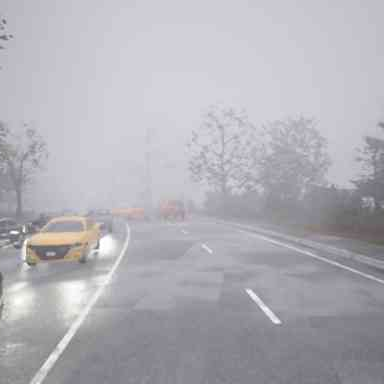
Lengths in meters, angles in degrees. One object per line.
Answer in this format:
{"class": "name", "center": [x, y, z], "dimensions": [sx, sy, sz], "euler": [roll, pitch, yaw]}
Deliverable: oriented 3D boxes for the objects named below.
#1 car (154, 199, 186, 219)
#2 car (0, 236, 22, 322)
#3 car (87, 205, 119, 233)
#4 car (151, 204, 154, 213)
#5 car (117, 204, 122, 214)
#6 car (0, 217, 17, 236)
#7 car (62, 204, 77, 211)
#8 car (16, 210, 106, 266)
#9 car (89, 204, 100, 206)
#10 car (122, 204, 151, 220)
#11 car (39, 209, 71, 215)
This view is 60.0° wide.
{"class": "car", "center": [-2.298, 1.841, 36.236], "dimensions": [2.150, 2.045, 5.566], "euler": [-1, -1, -16]}
{"class": "car", "center": [-3.807, 1.567, 3.288], "dimensions": [1.882, 1.535, 5.008], "euler": [-1, -1, -4]}
{"class": "car", "center": [-6.378, 1.945, 22.980], "dimensions": [2.128, 1.511, 4.902], "euler": [-1, -1, -12]}
{"class": "car", "center": [-6.408, 2.408, 47.903], "dimensions": [2.128, 1.511, 4.902], "euler": [-1, -1, -21]}
{"class": "car", "center": [-10.074, 2.472, 47.643], "dimensions": [1.882, 1.535, 5.008], "euler": [-1, -1, -22]}
{"class": "car", "center": [-8.337, 1.797, 13.435], "dimensions": [2.128, 1.511, 4.902], "euler": [-1, -1, -8]}
{"class": "car", "center": [-17.401, 2.486, 47.100], "dimensions": [1.812, 1.442, 4.674], "euler": [-1, -1, -23]}
{"class": "car", "center": [-4.727, 1.709, 12.823], "dimensions": [1.882, 1.535, 5.008], "euler": [-1, -1, -8]}
{"class": "car", "center": [-14.188, 2.437, 48.488], "dimensions": [2.128, 1.511, 4.902], "euler": [-1, -1, -23]}
{"class": "car", "center": [-6.198, 2.065, 36.869], "dimensions": [2.097, 1.767, 4.553], "euler": [-1, -1, -17]}
{"class": "car", "center": [-10.031, 2.134, 23.409], "dimensions": [1.895, 1.301, 4.718], "euler": [-1, -1, -12]}
